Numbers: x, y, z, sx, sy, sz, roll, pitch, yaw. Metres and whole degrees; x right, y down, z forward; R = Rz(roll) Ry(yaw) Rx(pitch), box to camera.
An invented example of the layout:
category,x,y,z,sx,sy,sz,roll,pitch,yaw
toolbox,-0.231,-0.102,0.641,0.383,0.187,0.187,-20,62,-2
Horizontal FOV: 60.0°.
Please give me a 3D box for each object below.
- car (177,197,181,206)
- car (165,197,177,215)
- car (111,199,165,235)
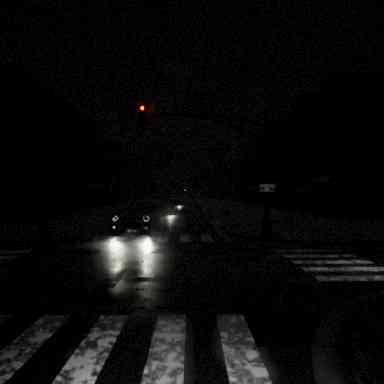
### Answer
category,x,y,z,sx,sy,sz,roll,pitch,yaw
car,-2.869,1.504,55.677,1.882,1.535,5.008,0,0,0
car,-2.904,1.485,34.832,1.882,1.535,5.008,0,1,0
car,-3.025,1.355,18.774,2.097,1.767,4.553,0,0,2
